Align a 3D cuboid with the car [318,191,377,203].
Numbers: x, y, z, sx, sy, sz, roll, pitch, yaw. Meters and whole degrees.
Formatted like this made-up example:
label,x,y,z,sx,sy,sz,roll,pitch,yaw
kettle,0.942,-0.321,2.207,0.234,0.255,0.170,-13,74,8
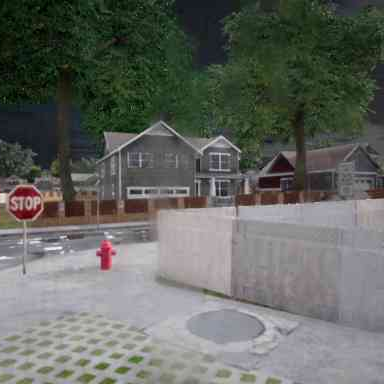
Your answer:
label,x,y,z,sx,sy,sz,roll,pitch,yaw
car,9.358,0.741,19.089,4.553,1.767,2.097,-2,0,-24
